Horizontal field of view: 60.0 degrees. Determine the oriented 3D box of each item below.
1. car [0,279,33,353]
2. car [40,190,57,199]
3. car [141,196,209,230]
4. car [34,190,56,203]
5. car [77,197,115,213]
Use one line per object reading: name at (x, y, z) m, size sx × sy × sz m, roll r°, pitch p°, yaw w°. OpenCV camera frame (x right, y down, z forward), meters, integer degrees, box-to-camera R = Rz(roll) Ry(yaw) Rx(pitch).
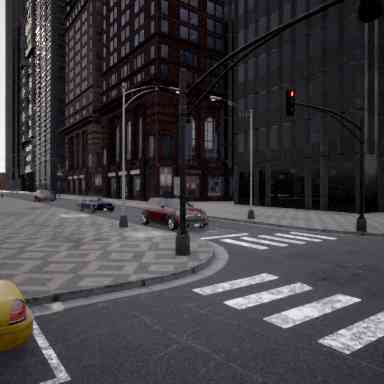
car at (-4.393, 1.525, 3.515) m, size 4.829 × 1.417 × 1.752 m, roll 0°, pitch 0°, yaw -35°
car at (-24.719, 0.466, 57.124) m, size 1.812 × 1.442 × 4.674 m, roll 0°, pitch 1°, yaw -35°
car at (-1.055, 1.072, 18.841) m, size 2.097 × 1.767 × 4.553 m, roll 0°, pitch 1°, yaw -36°
car at (-20.146, 0.487, 45.434) m, size 2.097 × 1.767 × 4.553 m, roll 0°, pitch 1°, yaw -35°
car at (-8.390, 1.089, 29.015) m, size 1.895 × 1.301 × 4.718 m, roll 0°, pitch 1°, yaw -36°
